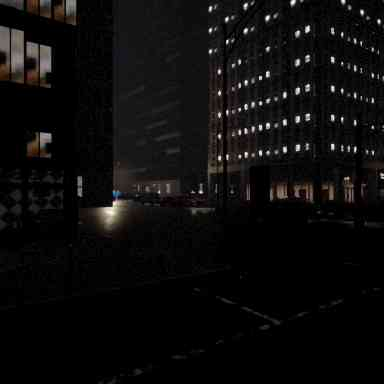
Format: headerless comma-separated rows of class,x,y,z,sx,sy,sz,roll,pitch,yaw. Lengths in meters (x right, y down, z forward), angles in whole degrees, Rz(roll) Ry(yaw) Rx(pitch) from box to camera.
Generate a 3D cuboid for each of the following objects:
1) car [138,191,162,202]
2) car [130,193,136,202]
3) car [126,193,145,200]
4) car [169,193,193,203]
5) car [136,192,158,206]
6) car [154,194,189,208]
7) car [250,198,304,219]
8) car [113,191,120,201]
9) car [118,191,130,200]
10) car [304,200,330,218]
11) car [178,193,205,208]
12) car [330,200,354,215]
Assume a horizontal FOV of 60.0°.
car,-7.308,0.779,57.550,2.097,1.767,4.553,0,1,-35
car,-7.460,0.969,52.705,2.128,1.511,4.902,0,1,-34
car,-11.522,0.864,67.789,1.947,1.339,4.313,1,0,-36
car,-1.876,0.926,54.343,1.967,1.590,4.097,1,0,-35
car,-5.445,1.094,45.003,1.752,1.417,4.829,1,0,-33
car,-2.496,1.212,40.507,1.802,1.307,4.206,1,0,-33
car,6.401,1.399,26.551,1.802,1.307,4.206,1,0,-32
car,-14.992,0.920,58.883,1.887,1.381,4.507,1,0,-35
car,-13.127,0.876,65.724,1.994,1.385,4.181,0,1,-36
car,8.549,1.304,27.875,2.128,1.511,4.902,0,1,-32
car,-0.354,1.101,41.926,1.882,1.535,5.008,0,0,-33
car,13.020,1.377,31.244,1.802,1.307,4.206,1,0,-32
